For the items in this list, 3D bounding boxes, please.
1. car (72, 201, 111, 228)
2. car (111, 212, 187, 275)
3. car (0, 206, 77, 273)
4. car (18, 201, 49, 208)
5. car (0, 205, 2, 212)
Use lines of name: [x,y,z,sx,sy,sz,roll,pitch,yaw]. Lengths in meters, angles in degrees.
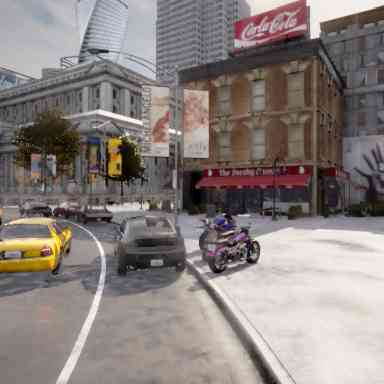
car: [-7.348,1.590,24.614,1.895,1.301,4.718,0,0,-28]
car: [-1.487,1.504,10.572,1.837,1.490,4.892,0,0,-15]
car: [-4.846,1.452,10.305,1.801,1.575,5.366,0,0,-15]
car: [-12.547,1.494,26.508,1.837,1.490,4.892,1,0,-35]
car: [-14.523,1.343,23.224,2.097,1.767,4.553,0,0,-32]
